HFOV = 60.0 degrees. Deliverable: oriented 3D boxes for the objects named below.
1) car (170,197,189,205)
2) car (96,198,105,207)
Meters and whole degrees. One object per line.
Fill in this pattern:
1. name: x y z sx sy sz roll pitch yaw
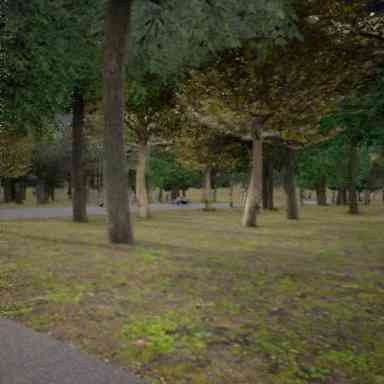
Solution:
1. car: -2.449 1.795 67.714 2.097 1.767 4.553 3 0 32
2. car: -12.311 1.391 52.102 2.150 2.045 5.566 3 1 32
